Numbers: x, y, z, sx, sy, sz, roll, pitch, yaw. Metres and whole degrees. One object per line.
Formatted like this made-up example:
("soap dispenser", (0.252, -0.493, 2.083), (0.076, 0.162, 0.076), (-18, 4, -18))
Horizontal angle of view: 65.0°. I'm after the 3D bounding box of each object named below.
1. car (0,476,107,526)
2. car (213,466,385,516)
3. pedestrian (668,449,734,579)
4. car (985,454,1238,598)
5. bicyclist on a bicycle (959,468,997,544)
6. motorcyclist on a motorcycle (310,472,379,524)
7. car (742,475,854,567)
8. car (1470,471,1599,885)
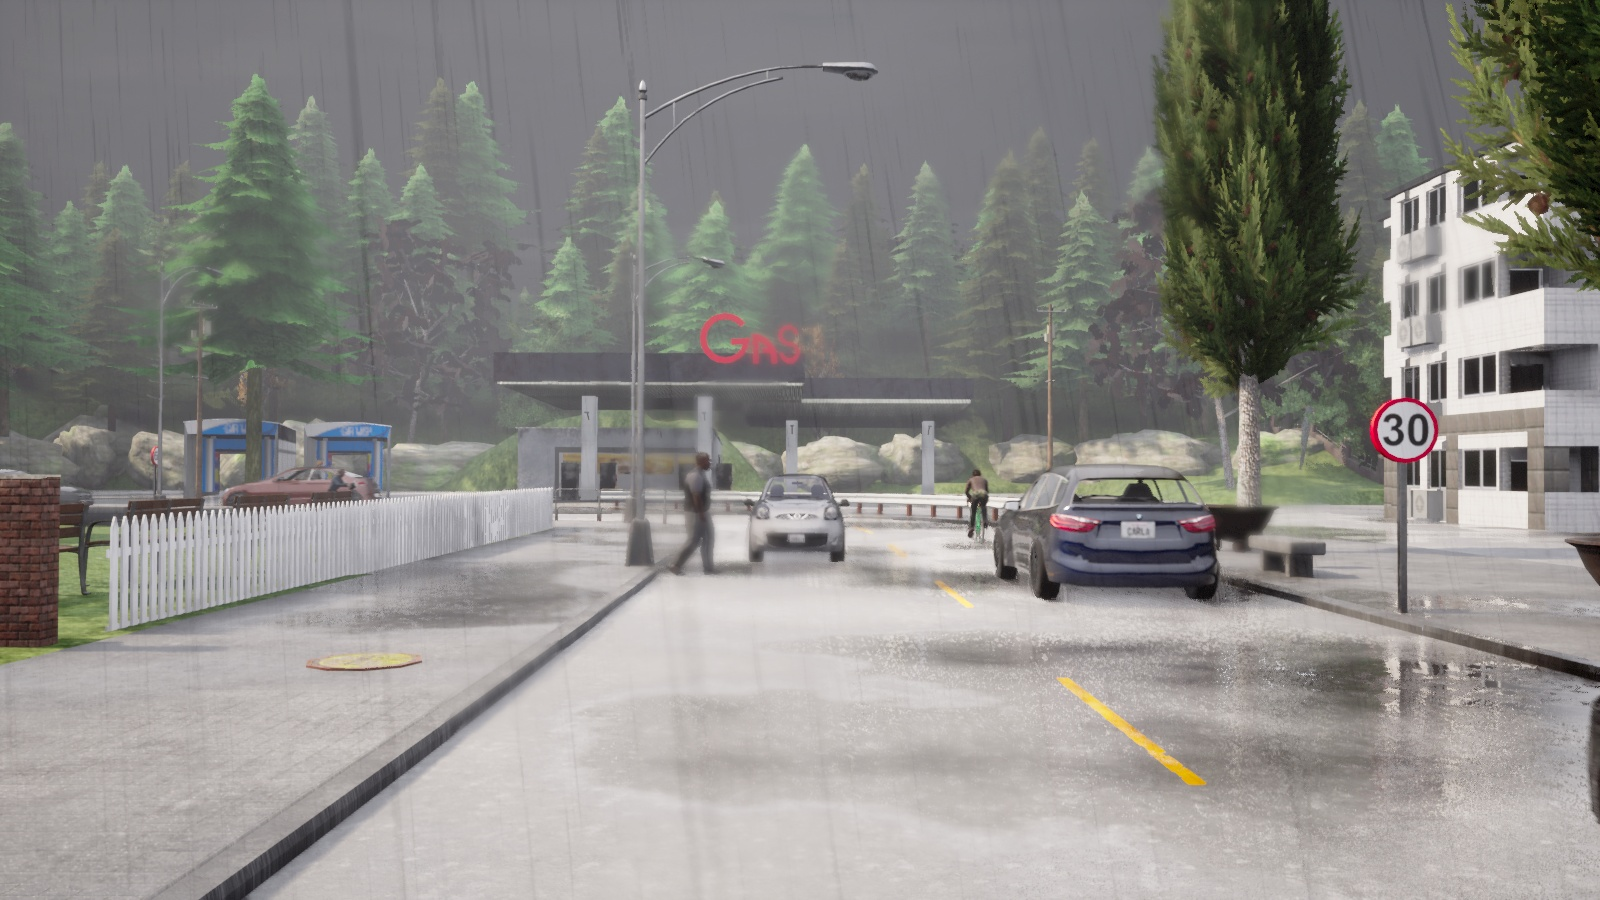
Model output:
("car", (-24.348, 1.567, 38.777), (4.892, 1.490, 1.837), (0, -1, 0))
("car", (-17.009, 1.379, 42.825), (5.027, 1.651, 2.152), (0, -1, 0))
("pedestrian", (-1.449, 0.928, 18.433), (0.849, 1.883, 0.563), (0, -1, 9))
("car", (3.968, 0.927, 16.935), (2.242, 1.667, 4.611), (0, -1, 0))
("bicyclist on a bicycle", (3.931, 1.217, 27.794), (0.582, 1.620, 1.656), (0, -1, -1))
("motorcyclist on a motorcycle", (-14.078, 1.475, 38.819), (1.817, 1.590, 0.866), (0, -1, 0))
("car", (-0.041, 1.205, 22.481), (1.845, 1.501, 3.633), (0, -1, 0))
("car", (3.995, 0.806, 3.021), (2.128, 1.511, 4.902), (0, -1, 0))
